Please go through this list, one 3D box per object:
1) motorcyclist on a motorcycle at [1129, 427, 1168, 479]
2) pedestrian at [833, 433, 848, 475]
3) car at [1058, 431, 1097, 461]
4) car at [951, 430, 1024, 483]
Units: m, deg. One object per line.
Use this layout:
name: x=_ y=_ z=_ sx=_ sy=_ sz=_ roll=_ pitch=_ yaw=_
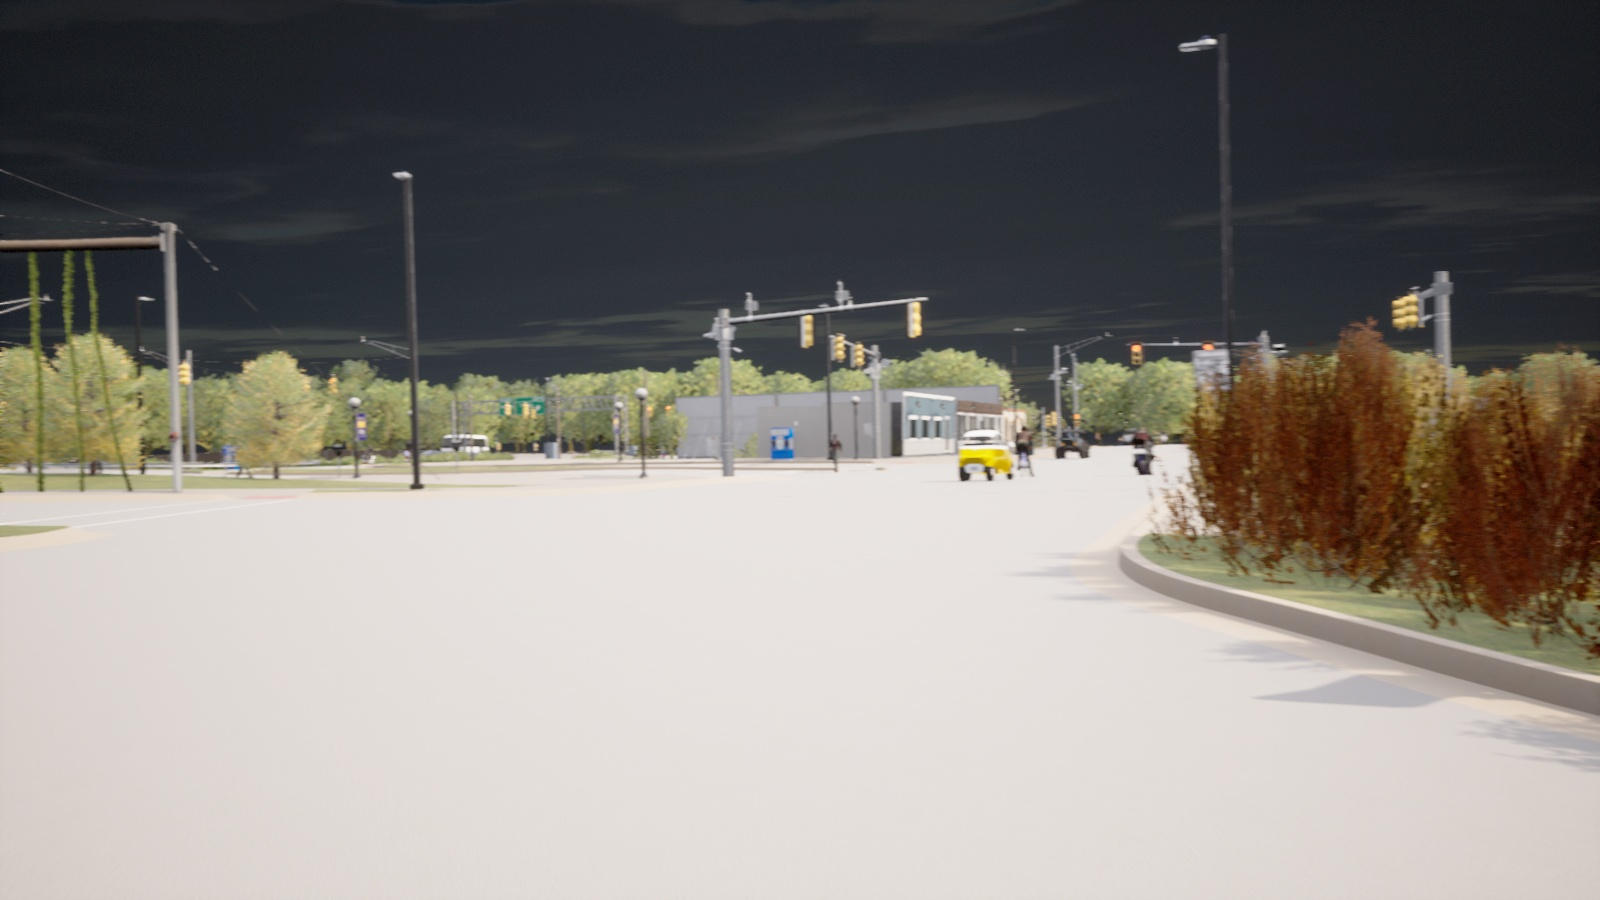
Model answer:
motorcyclist on a motorcycle: x=10.648 y=0.113 z=38.334 sx=0.866 sy=1.530 sz=2.191 roll=-1 pitch=-1 yaw=22
pedestrian: x=1.872 y=0.174 z=58.219 sx=0.402 sy=1.930 sz=0.666 roll=-1 pitch=1 yaw=23
car: x=17.997 y=-0.291 z=81.259 sx=1.905 sy=1.878 sz=3.866 roll=-1 pitch=0 yaw=21
car: x=5.107 y=0.180 z=34.027 sx=1.481 sy=1.376 sz=2.207 roll=-1 pitch=0 yaw=21
